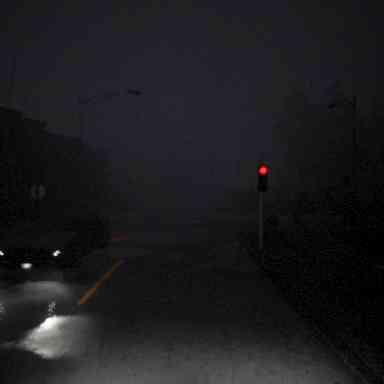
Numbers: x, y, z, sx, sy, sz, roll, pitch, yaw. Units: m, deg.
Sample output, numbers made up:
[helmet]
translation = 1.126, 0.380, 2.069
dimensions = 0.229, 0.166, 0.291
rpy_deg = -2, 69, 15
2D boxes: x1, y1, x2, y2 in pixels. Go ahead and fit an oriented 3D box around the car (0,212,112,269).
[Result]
[car]
translation = -4.020, 1.379, 10.776
dimensions = 2.033, 1.411, 5.357
rpy_deg = 0, 1, 1
